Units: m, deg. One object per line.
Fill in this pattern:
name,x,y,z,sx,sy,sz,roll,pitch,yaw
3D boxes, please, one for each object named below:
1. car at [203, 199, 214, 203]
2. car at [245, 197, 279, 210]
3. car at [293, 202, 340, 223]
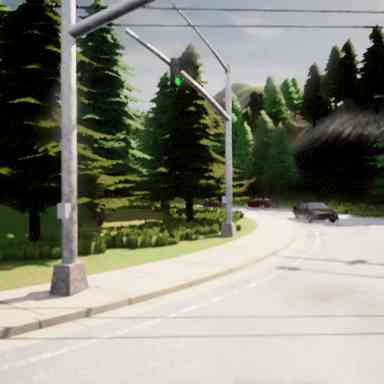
car,3.142,1.401,42.339,1.812,1.442,4.674,0,0,-33
car,8.428,1.341,40.567,1.882,1.535,5.008,0,0,-28
car,9.100,1.451,24.936,2.033,1.411,5.357,0,0,1
